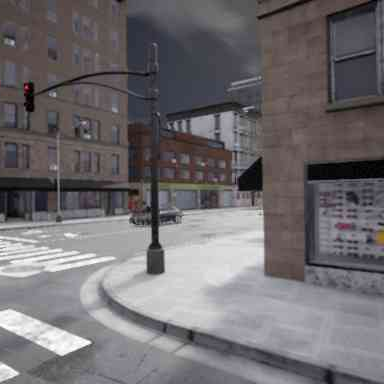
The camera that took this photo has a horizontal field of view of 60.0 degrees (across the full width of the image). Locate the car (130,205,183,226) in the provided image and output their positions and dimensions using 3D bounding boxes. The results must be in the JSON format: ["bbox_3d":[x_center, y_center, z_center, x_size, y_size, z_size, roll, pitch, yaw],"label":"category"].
[{"bbox_3d":[-2.663,1.792,25.733,1.837,1.490,4.892,-1,-1,36],"label":"car"}]
